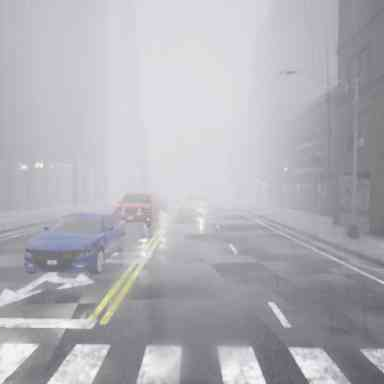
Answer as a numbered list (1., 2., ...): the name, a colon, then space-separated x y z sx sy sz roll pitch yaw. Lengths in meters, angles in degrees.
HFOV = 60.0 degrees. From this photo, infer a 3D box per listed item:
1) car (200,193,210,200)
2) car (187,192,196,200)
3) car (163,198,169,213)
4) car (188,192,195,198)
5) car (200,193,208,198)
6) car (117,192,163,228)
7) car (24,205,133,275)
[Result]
1. car: 3.157 1.094 76.600 1.812 1.442 4.674 1 0 0
2. car: -0.092 1.039 76.595 1.812 1.442 4.674 1 0 0
3. car: -3.365 1.265 32.938 1.812 1.442 4.674 1 0 0
4. car: -0.104 0.822 86.599 1.812 1.442 4.674 1 0 0
5. car: 3.145 0.904 86.604 1.994 1.385 4.181 1 0 0
6. car: -3.365 1.050 21.041 2.150 2.045 5.566 1 0 0
7. car: -3.344 1.386 10.427 1.882 1.535 5.008 1 0 0
